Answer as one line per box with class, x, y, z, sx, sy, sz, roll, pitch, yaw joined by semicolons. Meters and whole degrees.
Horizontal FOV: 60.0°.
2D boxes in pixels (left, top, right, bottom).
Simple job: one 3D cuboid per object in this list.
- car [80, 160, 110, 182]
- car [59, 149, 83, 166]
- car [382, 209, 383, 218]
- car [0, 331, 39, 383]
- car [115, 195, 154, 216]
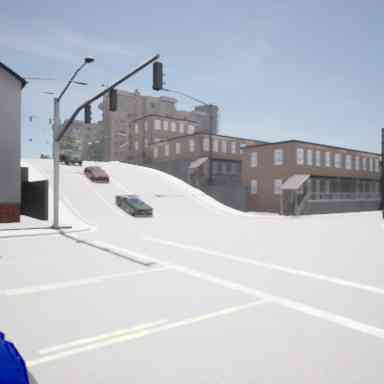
car;-11.010;-2.215;38.408;1.994;1.385;4.181;1;16;-36
car;-17.122;-4.890;46.924;2.150;2.045;5.566;1;8;-35
car;19.364;1.738;30.631;4.902;1.511;2.128;1;0;-35
car;-3.208;1.587;1.482;4.718;1.301;1.895;0;0;-35
car;-5.357;1.099;30.727;1.895;1.301;4.718;1;14;-36
